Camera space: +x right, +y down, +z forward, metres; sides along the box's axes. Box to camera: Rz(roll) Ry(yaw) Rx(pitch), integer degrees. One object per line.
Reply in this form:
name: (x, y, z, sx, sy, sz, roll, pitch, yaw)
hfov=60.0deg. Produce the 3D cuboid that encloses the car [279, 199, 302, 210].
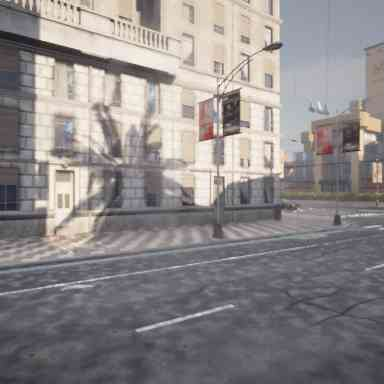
car: (11.672, 1.583, 43.602, 2.033, 1.411, 5.357, 0, 0, -36)
